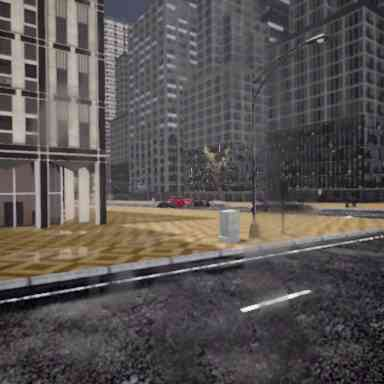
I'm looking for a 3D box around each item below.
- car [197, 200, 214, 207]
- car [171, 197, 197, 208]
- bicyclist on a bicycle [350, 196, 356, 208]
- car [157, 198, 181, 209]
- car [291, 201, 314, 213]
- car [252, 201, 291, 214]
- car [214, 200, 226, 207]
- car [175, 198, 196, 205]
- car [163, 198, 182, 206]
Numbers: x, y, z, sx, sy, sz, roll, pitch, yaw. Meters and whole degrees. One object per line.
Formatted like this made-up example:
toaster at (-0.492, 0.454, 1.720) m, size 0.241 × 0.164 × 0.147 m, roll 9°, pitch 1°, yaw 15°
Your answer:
car at (1.502, 2.128, 62.106) m, size 1.994 × 1.385 × 4.181 m, roll -1°, pitch 0°, yaw -35°
car at (-2.059, 1.857, 61.373) m, size 2.150 × 2.045 × 5.566 m, roll -1°, pitch -1°, yaw -35°
bicyclist on a bicycle at (22.189, 1.367, 45.771) m, size 1.656 × 1.620 × 0.582 m, roll -1°, pitch 0°, yaw -35°
car at (-4.459, 2.233, 59.136) m, size 1.994 × 1.385 × 4.181 m, roll -1°, pitch 0°, yaw -35°
car at (12.228, 1.790, 41.068) m, size 2.033 × 1.411 × 5.357 m, roll -1°, pitch 0°, yaw -35°
car at (9.193, 1.861, 39.731) m, size 1.994 × 1.385 × 4.181 m, roll -1°, pitch 0°, yaw -35°
car at (4.239, 2.118, 63.768) m, size 1.895 × 1.301 × 4.718 m, roll -1°, pitch 0°, yaw -35°
car at (-1.526, 2.031, 71.905) m, size 2.128 × 1.511 × 4.902 m, roll -1°, pitch 0°, yaw -35°
car at (-4.178, 2.074, 70.026) m, size 1.812 × 1.442 × 4.674 m, roll -1°, pitch 0°, yaw -35°
